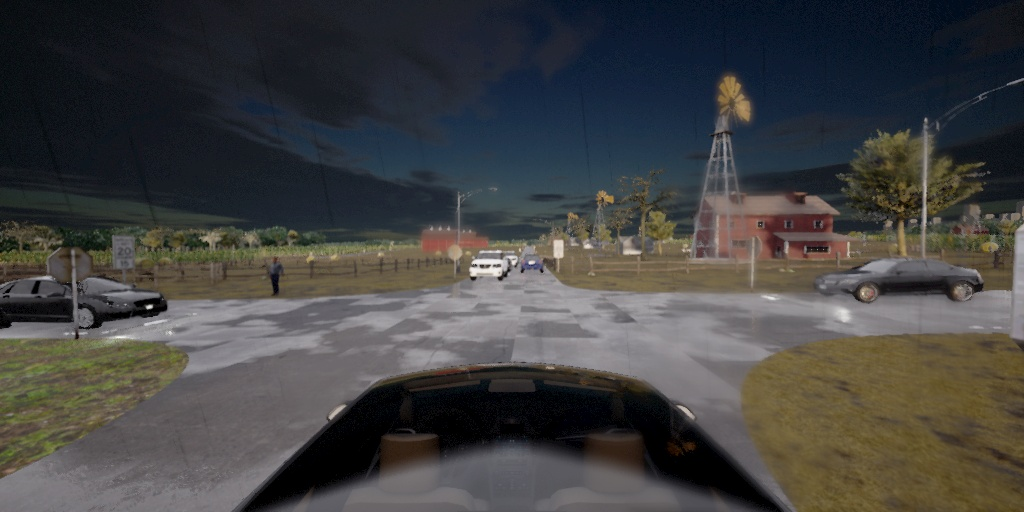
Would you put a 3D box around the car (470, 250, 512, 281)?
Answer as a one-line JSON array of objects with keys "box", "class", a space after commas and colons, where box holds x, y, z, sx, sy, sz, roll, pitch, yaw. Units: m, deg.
[{"box": [-1.525, 0.606, 25.687, 2.150, 2.045, 5.566, 0, 1, 5], "class": "car"}]

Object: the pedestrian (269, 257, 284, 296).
[{"box": [-11.234, 0.934, 17.001, 0.375, 1.860, 0.375, 0, 3, 3], "class": "pedestrian"}]

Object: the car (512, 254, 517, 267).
[{"box": [-0.940, 0.808, 36.057, 2.033, 1.411, 5.357, 0, 1, 3], "class": "car"}]

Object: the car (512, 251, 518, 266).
[{"box": [-0.401, 0.386, 46.523, 2.150, 2.045, 5.566, 0, 0, 3], "class": "car"}]

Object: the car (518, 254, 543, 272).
[{"box": [1.950, 0.627, 34.912, 2.097, 1.767, 4.553, 0, 1, 3], "class": "car"}]

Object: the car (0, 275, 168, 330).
[{"box": [-13.581, 1.362, 11.159, 4.892, 1.490, 1.837, -1, 2, 3], "class": "car"}]

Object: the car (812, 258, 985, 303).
[{"box": [13.424, 0.801, 12.626, 4.674, 1.442, 1.812, -1, 2, 5], "class": "car"}]
